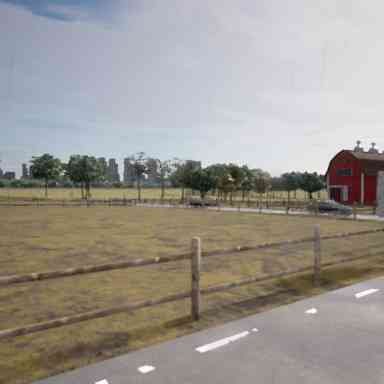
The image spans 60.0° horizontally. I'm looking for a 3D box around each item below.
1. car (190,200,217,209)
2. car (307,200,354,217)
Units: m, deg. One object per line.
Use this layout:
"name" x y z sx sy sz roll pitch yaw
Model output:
"car" 1.794 1.859 51.665 1.895 1.301 4.718 -1 0 -35
"car" 14.207 1.640 34.133 1.837 1.490 4.892 -1 0 -35
